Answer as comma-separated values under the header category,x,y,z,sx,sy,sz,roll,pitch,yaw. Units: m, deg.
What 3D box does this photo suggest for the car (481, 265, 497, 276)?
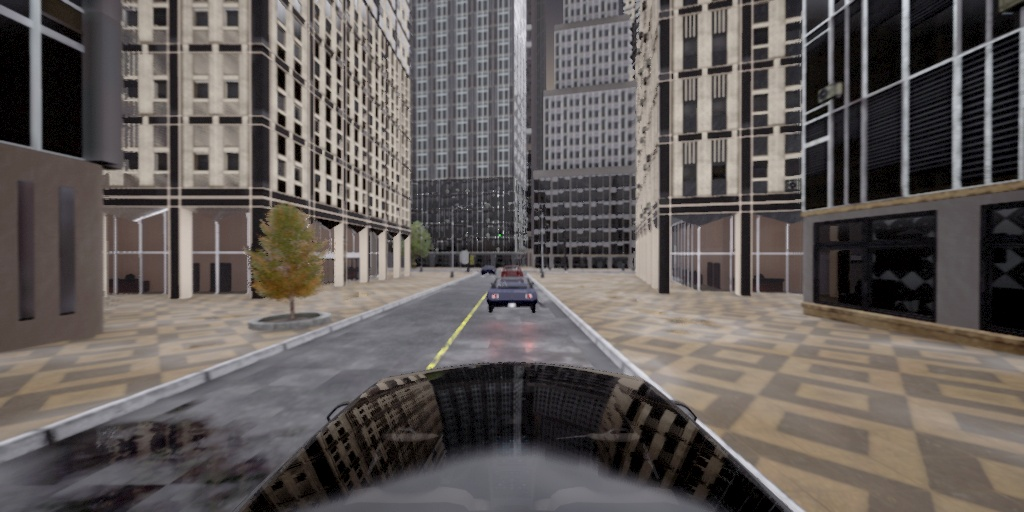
category,x,y,z,sx,sy,sz,roll,pitch,yaw
car,-3.009,1.868,46.699,1.895,1.301,4.718,0,-1,0

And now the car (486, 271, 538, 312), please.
category,x,y,z,sx,sy,sz,roll,pitch,yaw
car,0.016,1.499,15.053,1.895,1.301,4.718,0,-1,0

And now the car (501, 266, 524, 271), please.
category,x,y,z,sx,sy,sz,roll,pitch,yaw
car,0.026,1.559,31.059,1.882,1.535,5.008,0,0,0
